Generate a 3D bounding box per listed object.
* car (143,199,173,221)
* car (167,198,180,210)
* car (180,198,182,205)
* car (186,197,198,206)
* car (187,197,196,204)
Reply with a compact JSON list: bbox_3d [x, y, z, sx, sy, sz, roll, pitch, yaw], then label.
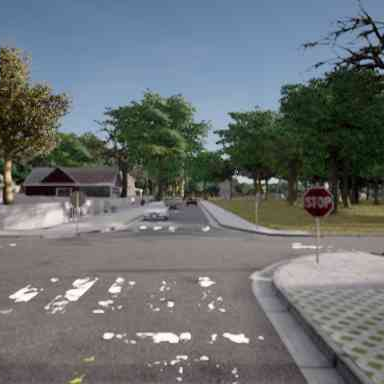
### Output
[{"bbox_3d":[-2.877,1.557,27.611,1.812,1.442,4.674,0,0,0],"label":"car"},{"bbox_3d":[-2.886,1.594,43.290,1.837,1.490,4.892,0,-1,0],"label":"car"},{"bbox_3d":[-2.832,1.774,61.347,1.895,1.301,4.718,0,0,0],"label":"car"},{"bbox_3d":[-0.065,1.663,58.352,1.837,1.490,4.892,0,0,0],"label":"car"},{"bbox_3d":[-0.073,1.736,68.774,1.812,1.442,4.674,0,0,0],"label":"car"}]
